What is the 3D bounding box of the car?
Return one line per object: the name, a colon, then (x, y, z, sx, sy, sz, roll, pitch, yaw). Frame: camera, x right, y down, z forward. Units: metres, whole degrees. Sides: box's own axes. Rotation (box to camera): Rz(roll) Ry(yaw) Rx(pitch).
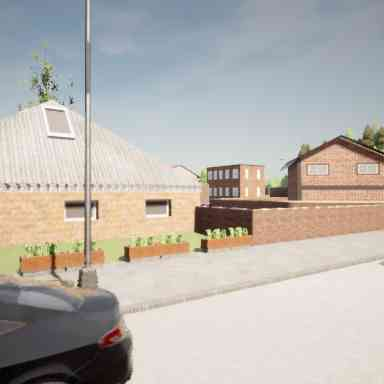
car: (-2.788, 1.526, 2.720, 4.674, 1.442, 1.812, 0, 0, -33)
